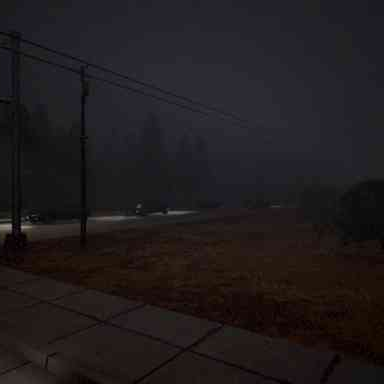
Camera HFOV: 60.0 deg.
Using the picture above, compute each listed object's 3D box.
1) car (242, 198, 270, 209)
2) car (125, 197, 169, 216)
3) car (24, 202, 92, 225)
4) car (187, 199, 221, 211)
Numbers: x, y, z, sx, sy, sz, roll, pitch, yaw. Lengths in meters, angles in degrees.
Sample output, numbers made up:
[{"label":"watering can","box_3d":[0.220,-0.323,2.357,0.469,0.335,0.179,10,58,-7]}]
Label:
[{"label":"car","box_3d":[8.395,1.466,43.049,1.895,1.301,4.718,0,0,37]},{"label":"car","box_3d":[-4.327,1.312,32.097,2.097,1.767,4.553,0,0,37]},{"label":"car","box_3d":[-9.825,1.515,24.684,1.837,1.490,4.892,0,0,36]},{"label":"car","box_3d":[1.523,1.510,39.971,1.895,1.301,4.718,0,0,37]}]
